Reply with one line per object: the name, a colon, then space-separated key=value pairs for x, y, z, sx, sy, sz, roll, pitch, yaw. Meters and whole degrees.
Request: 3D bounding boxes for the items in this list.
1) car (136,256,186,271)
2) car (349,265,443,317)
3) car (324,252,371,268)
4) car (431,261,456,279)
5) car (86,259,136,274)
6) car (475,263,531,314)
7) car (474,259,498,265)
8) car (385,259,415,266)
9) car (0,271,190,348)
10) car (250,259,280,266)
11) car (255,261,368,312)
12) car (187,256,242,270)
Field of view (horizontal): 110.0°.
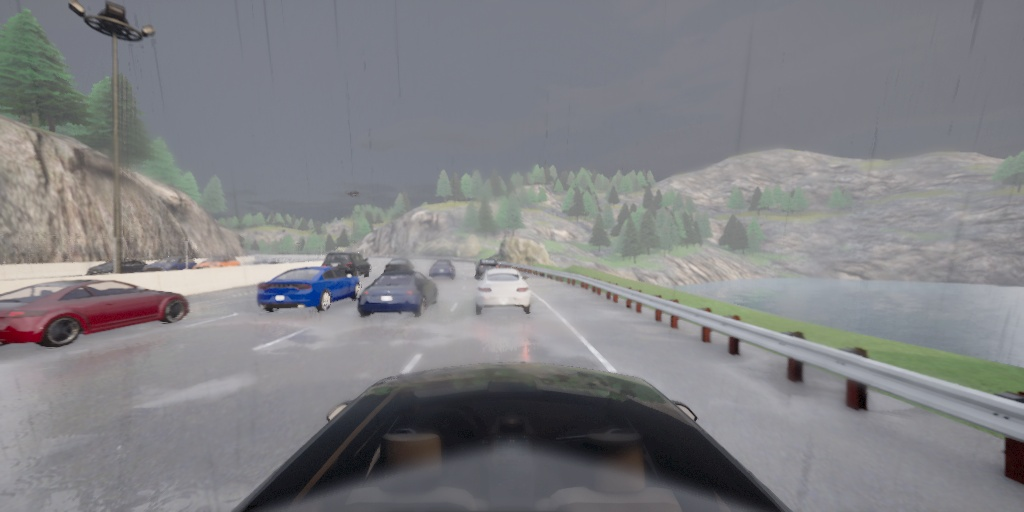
car: x=-31.278 y=0.872 z=33.061 sx=2.097 sy=1.767 sz=4.553 roll=0 pitch=1 yaw=-11
car: x=-3.850 y=1.210 z=12.719 sx=1.994 sy=1.385 sz=4.181 roll=0 pitch=1 yaw=-3
car: x=-12.298 y=0.744 z=26.923 sx=2.150 sy=2.045 sz=5.566 roll=0 pitch=0 yaw=-8
car: x=-5.531 y=1.044 z=28.833 sx=1.994 sy=1.385 sz=4.181 roll=0 pitch=1 yaw=-8
car: x=-34.572 y=1.051 z=31.710 sx=1.837 sy=1.490 sz=4.892 roll=0 pitch=1 yaw=-11
car: x=-0.370 y=1.155 z=13.153 sx=1.812 sy=1.442 sz=4.674 roll=0 pitch=1 yaw=-3
car: x=-1.958 y=0.963 z=28.587 sx=2.128 sy=1.511 sz=4.902 roll=0 pitch=1 yaw=-8
car: x=-9.178 y=0.962 z=29.579 sx=1.882 sy=1.535 sz=5.008 roll=0 pitch=1 yaw=-9
car: x=-10.676 y=1.271 z=9.097 sx=1.994 sy=1.385 sz=4.181 roll=0 pitch=1 yaw=-3
car: x=-24.787 y=1.029 z=36.308 sx=1.994 sy=1.385 sz=4.181 roll=0 pitch=1 yaw=-12
car: x=-7.411 y=1.125 z=13.676 sx=1.882 sy=1.535 sz=5.008 roll=0 pitch=1 yaw=-4
car: x=-27.928 y=0.849 z=34.139 sx=2.097 sy=1.767 sz=4.553 roll=0 pitch=1 yaw=-12
